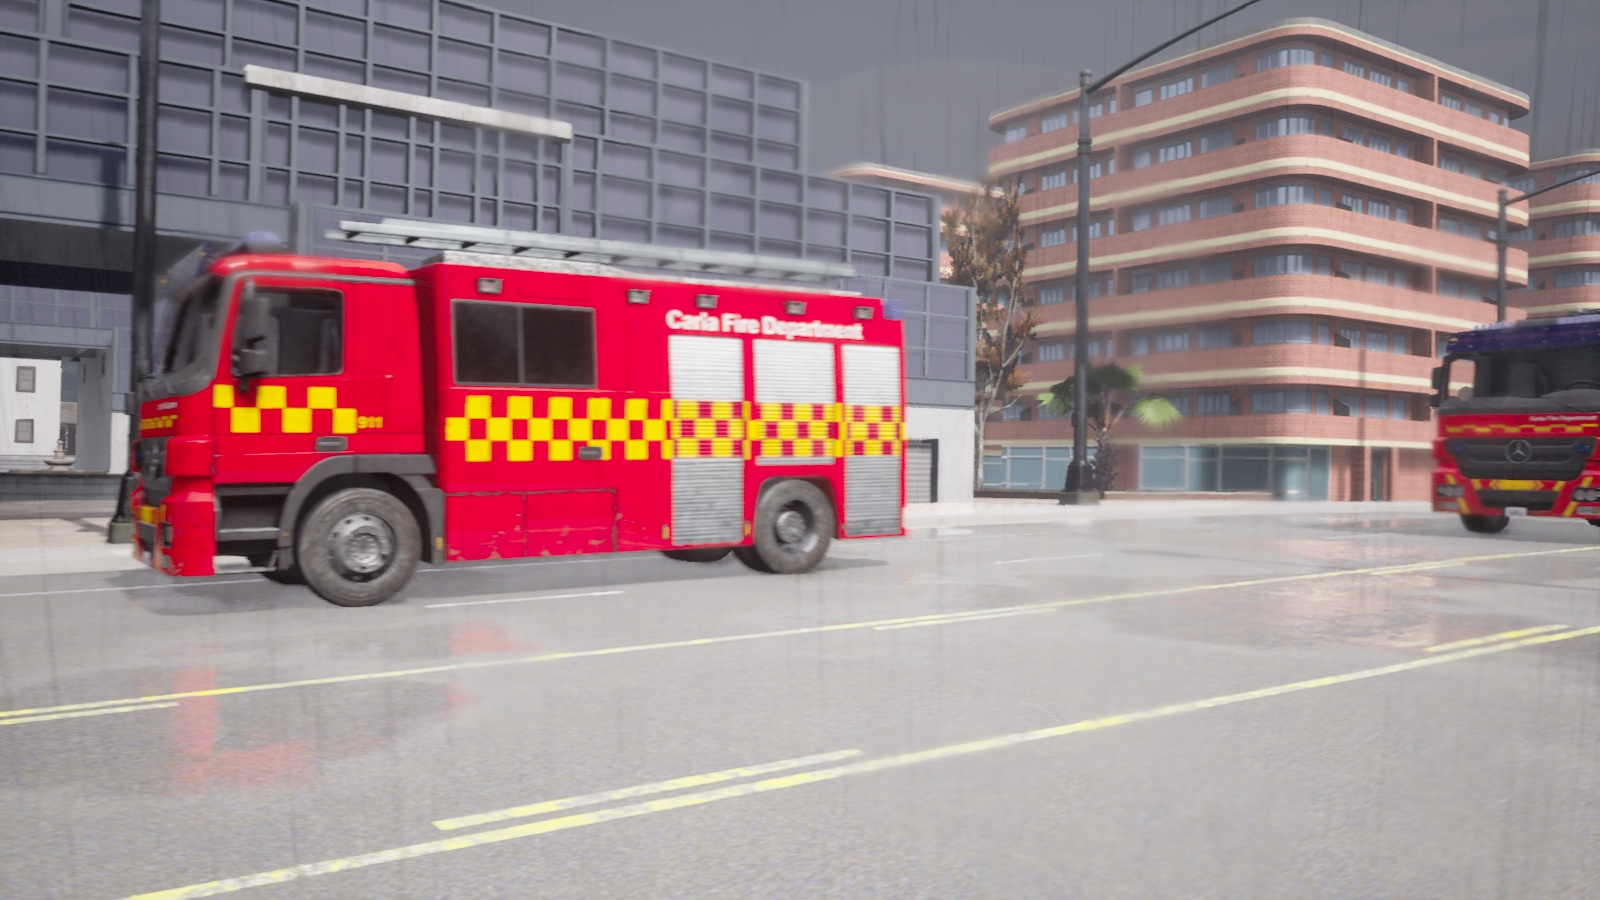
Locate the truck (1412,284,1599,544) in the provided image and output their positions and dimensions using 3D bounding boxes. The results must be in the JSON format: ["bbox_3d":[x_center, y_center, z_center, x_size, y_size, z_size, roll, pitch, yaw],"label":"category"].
[{"bbox_3d":[14.324,-0.487,22.105,8.468,3.827,2.891,1,-1,-37],"label":"truck"}]

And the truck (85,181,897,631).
[{"bbox_3d":[-3.117,-0.404,14.288,8.468,3.827,2.891,-1,0,-35],"label":"truck"}]
